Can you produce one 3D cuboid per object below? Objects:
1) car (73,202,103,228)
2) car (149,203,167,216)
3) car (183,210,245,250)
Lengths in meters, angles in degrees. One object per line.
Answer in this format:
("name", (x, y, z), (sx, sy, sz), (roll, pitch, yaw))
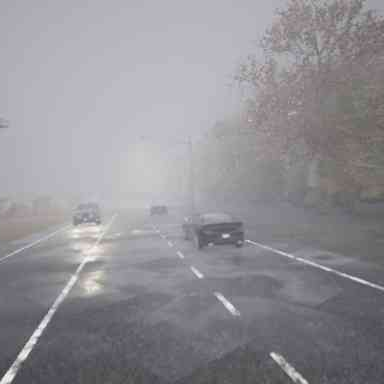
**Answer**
("car", (-9.174, 1.923, 29.575), (2.150, 2.045, 5.566), (-3, -1, -12))
("car", (-4.186, 2.038, 40.722), (1.882, 1.535, 5.008), (-3, -1, -11))
("car", (0.819, 1.575, 15.120), (1.882, 1.535, 5.008), (-3, -1, -11))
